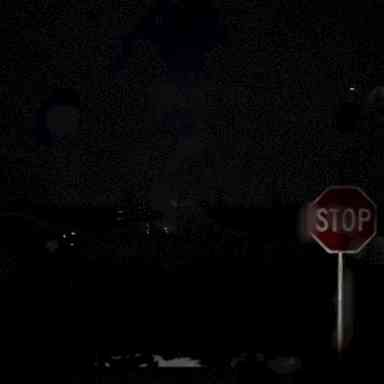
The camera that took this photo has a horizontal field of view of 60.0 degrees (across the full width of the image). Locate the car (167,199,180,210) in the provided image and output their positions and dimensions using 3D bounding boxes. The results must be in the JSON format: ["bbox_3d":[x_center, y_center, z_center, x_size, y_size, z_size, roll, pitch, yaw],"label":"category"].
[{"bbox_3d":[-2.893,1.970,53.348,1.837,1.490,4.892,0,-1,0],"label":"car"}]

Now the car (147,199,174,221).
[{"bbox_3d":[-2.880,1.693,29.798,1.882,1.535,5.008,0,-1,0],"label":"car"}]

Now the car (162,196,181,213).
[{"bbox_3d":[-2.895,1.540,41.327,2.150,2.045,5.566,0,-1,-1],"label":"car"}]

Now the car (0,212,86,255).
[{"bbox_3d":[-6.862,1.585,13.383,5.008,1.535,1.882,0,1,0],"label":"car"}]
